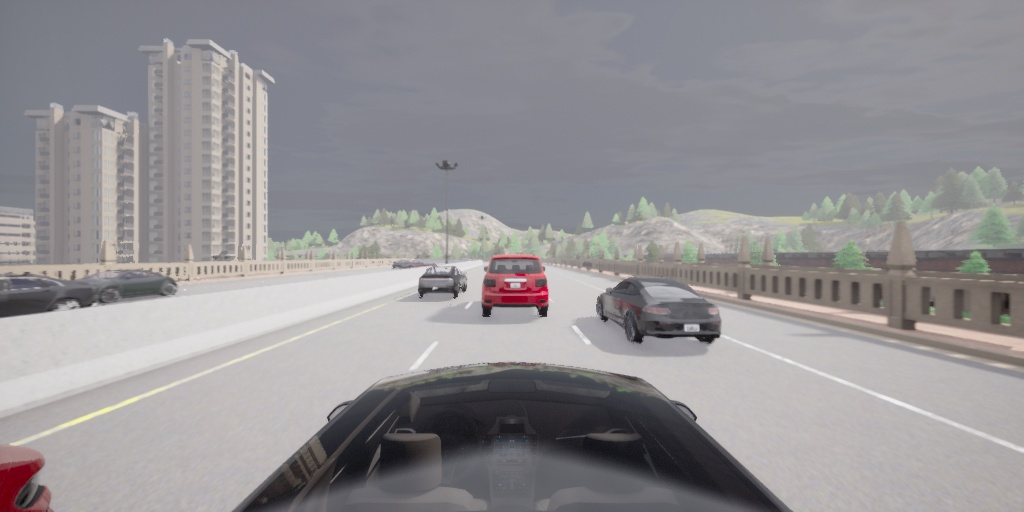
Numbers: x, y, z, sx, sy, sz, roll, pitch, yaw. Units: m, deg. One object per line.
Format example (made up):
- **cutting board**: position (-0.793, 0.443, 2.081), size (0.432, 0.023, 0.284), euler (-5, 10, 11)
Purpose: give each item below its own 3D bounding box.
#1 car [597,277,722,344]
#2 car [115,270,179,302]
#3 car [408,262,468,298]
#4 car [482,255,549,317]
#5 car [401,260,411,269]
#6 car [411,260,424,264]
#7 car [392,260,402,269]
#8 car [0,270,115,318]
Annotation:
- **car**: position (3.601, 1.274, 9.485), size (1.812, 1.442, 4.674), euler (0, 0, 0)
- **car**: position (-17.599, 1.311, 16.076), size (1.994, 1.385, 4.181), euler (0, 0, 0)
- **car**: position (-3.399, 1.238, 18.252), size (2.128, 1.511, 4.902), euler (0, 0, 0)
- **car**: position (0.101, 0.969, 13.378), size (2.150, 2.045, 5.566), euler (0, 0, 0)
- **car**: position (-14.063, 1.329, 51.976), size (1.994, 1.385, 4.181), euler (0, 0, 0)
- **car**: position (-10.584, 1.355, 44.166), size (1.895, 1.301, 4.718), euler (0, 0, 0)
- **car**: position (-17.532, 1.325, 57.458), size (2.033, 1.411, 5.357), euler (0, 0, 1)
- **car**: position (-14.099, 1.240, 9.252), size (2.128, 1.511, 4.902), euler (0, 0, 0)
